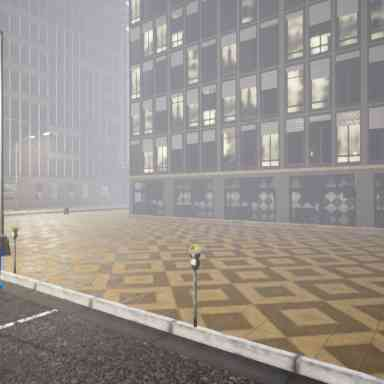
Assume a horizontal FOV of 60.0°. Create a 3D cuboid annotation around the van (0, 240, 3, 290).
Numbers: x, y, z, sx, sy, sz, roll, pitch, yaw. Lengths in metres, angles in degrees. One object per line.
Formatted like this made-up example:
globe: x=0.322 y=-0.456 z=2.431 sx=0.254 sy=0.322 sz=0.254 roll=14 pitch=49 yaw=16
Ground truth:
van: x=-5.636 y=1.337 z=7.009 sx=3.998 sy=1.788 sz=1.690 roll=0 pitch=0 yaw=36
